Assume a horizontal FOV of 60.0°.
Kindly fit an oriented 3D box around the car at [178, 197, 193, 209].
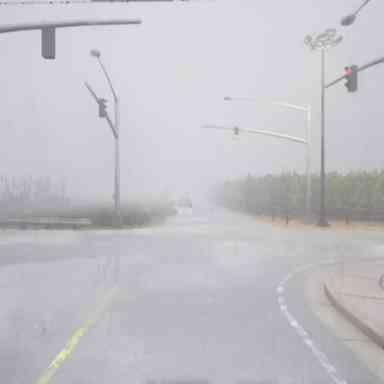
[{"bbox_3d":[-0.902,1.338,42.923,2.033,1.411,5.357,0,0,-3],"label":"car"}]
